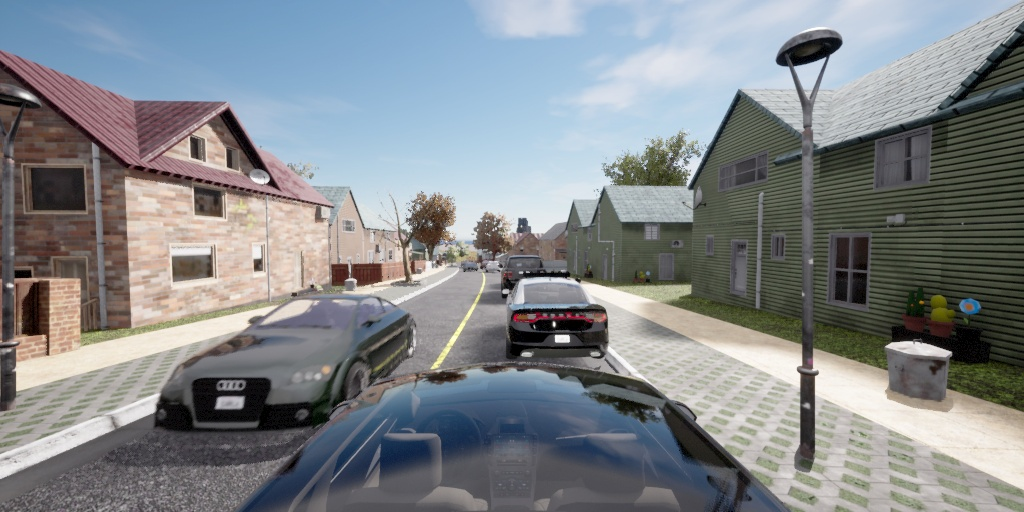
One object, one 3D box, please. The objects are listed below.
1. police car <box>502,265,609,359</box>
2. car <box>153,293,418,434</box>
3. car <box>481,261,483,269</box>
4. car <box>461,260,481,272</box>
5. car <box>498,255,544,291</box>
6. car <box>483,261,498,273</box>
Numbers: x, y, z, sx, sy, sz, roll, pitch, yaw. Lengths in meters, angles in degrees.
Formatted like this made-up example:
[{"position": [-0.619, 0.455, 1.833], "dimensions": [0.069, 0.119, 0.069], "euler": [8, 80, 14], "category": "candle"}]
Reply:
[{"position": [0.799, 1.174, 8.547], "dimensions": [1.930, 1.638, 5.238], "euler": [0, 0, -1], "category": "police car"}, {"position": [-2.890, 1.313, 5.647], "dimensions": [1.994, 1.385, 4.181], "euler": [0, 0, -1], "category": "car"}, {"position": [-4.421, 1.508, 61.482], "dimensions": [1.812, 1.442, 4.674], "euler": [0, 0, -9], "category": "car"}, {"position": [-5.616, 1.471, 48.604], "dimensions": [1.994, 1.385, 4.181], "euler": [0, 0, -7], "category": "car"}, {"position": [0.520, 0.987, 18.528], "dimensions": [2.150, 2.045, 5.566], "euler": [0, 0, -2], "category": "car"}, {"position": [-2.540, 1.410, 47.603], "dimensions": [1.812, 1.442, 4.674], "euler": [0, 0, -6], "category": "car"}]
